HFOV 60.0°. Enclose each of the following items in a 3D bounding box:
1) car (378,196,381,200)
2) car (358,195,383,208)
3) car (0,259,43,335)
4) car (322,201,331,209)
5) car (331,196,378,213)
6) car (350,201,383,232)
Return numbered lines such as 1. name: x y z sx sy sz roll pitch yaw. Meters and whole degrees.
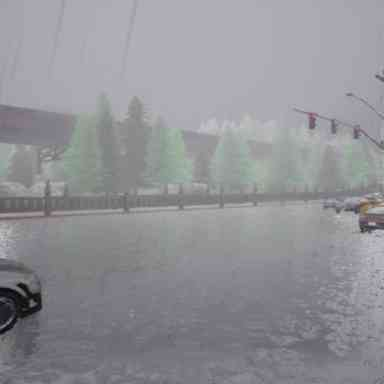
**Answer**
1. car: 22.072 1.112 36.541 5.008 1.535 1.882 0 1 -40
2. car: 22.842 1.142 41.726 4.181 1.385 1.994 0 1 -39
3. car: -4.526 1.495 4.942 4.181 1.385 1.994 0 1 -40
4. car: 16.064 1.227 36.091 4.718 1.301 1.895 0 1 -40
5. car: 14.938 1.212 30.523 4.674 1.442 1.812 0 1 -42
6. car: 10.410 1.350 17.424 4.674 1.442 1.812 0 1 -40
